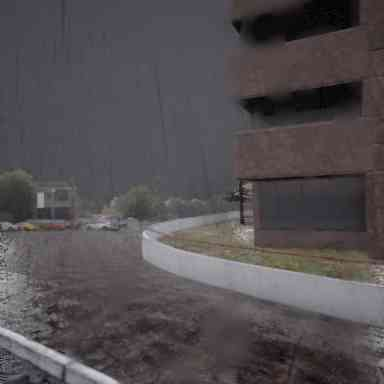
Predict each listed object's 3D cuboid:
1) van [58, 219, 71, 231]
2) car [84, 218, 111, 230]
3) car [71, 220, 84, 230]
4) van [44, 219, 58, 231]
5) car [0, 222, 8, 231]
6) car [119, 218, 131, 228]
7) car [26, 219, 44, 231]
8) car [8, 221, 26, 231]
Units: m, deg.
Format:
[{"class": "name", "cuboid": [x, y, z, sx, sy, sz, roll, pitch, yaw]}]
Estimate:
[{"class": "van", "cuboid": [-24.492, 5.863, 58.924, 4.442, 1.987, 1.878, -1, -6, 6]}, {"class": "car", "cuboid": [-19.443, 7.004, 69.785, 5.566, 2.045, 2.435, -1, -6, 6]}, {"class": "car", "cuboid": [-23.303, 6.381, 61.616, 4.892, 1.521, 2.231, -1, -6, 6]}, {"class": "van", "cuboid": [-25.790, 5.571, 56.204, 4.442, 1.987, 1.878, -1, -6, 6]}, {"class": "car", "cuboid": [-29.793, 4.960, 48.026, 4.674, 1.452, 2.002, -1, -6, 5]}, {"class": "car", "cuboid": [-19.348, 8.940, 91.474, 2.163, 1.488, 4.792, 0, 0, 10]}, {"class": "car", "cuboid": [-27.391, 5.504, 53.489, 5.366, 1.575, 1.946, -1, -6, 5]}, {"class": "car", "cuboid": [-28.508, 5.253, 50.754, 4.674, 1.452, 2.002, -1, -6, 5]}]
